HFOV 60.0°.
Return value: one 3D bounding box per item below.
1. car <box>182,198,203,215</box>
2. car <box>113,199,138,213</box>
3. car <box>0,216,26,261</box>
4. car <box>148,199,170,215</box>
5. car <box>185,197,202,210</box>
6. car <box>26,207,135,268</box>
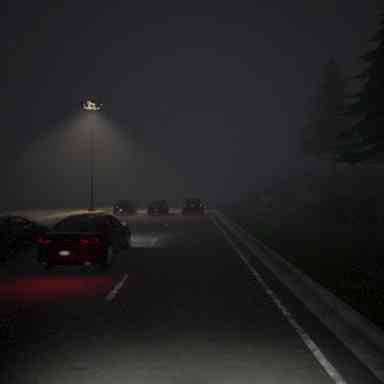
[{"bbox_3d":[0.096,1.352,34.467,2.097,1.767,4.553,0,0,0],"label":"car"},{"bbox_3d":[-6.898,1.503,34.668,1.837,1.490,4.892,0,0,0],"label":"car"},{"bbox_3d":[-6.900,1.564,12.298,1.994,1.385,4.181,0,0,0],"label":"car"},{"bbox_3d":[-3.398,1.490,34.155,2.128,1.511,4.902,0,0,0],"label":"car"},{"bbox_3d":[0.231,1.492,43.724,2.128,1.511,4.902,0,0,2],"label":"car"},{"bbox_3d":[-3.399,1.477,11.338,1.882,1.535,5.008,0,0,0],"label":"car"}]
